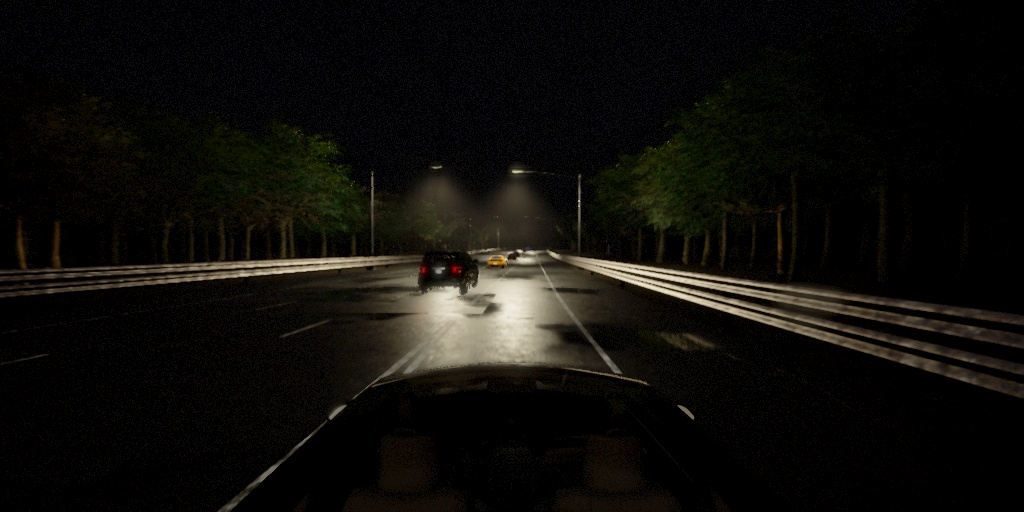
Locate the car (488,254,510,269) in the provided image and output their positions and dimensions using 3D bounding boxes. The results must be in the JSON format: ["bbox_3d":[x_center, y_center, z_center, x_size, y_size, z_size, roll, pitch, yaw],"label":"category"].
[{"bbox_3d":[-1.697,0.672,42.339,1.882,1.535,5.008,0,1,3],"label":"car"}]

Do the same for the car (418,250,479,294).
[{"bbox_3d":[-3.070,0.740,18.364,2.150,2.045,5.566,0,1,3],"label":"car"}]
